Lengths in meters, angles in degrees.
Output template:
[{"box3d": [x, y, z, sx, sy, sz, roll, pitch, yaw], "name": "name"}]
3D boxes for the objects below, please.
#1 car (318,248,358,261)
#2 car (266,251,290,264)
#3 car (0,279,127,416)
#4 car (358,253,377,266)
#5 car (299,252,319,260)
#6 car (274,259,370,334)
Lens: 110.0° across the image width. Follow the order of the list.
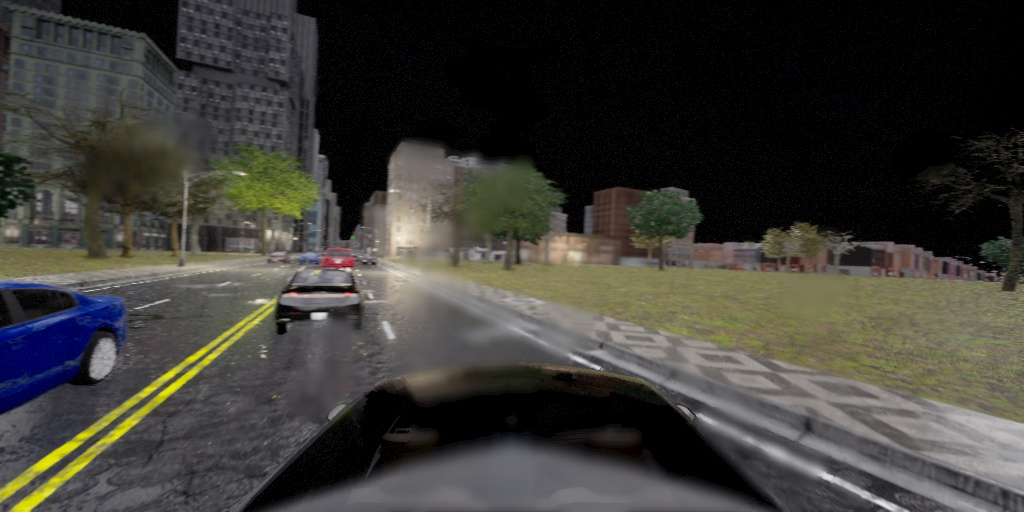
[{"box3d": [-13.268, 0.450, 27.514, 2.150, 2.045, 5.566, 3, 0, -25], "name": "car"}, {"box3d": [-27.452, 0.173, 42.283, 1.812, 1.442, 4.674, 3, 0, -24], "name": "car"}, {"box3d": [-5.847, 0.965, 3.240, 1.882, 1.535, 5.008, 3, 0, -25], "name": "car"}, {"box3d": [-19.243, 0.641, 48.104, 1.895, 1.301, 4.718, 3, 0, -25], "name": "car"}, {"box3d": [-24.191, 0.274, 42.962, 1.882, 1.535, 5.008, 3, -1, -24], "name": "car"}, {"box3d": [-5.107, 1.031, 9.849, 2.128, 1.511, 4.902, 3, 0, -25], "name": "car"}]
